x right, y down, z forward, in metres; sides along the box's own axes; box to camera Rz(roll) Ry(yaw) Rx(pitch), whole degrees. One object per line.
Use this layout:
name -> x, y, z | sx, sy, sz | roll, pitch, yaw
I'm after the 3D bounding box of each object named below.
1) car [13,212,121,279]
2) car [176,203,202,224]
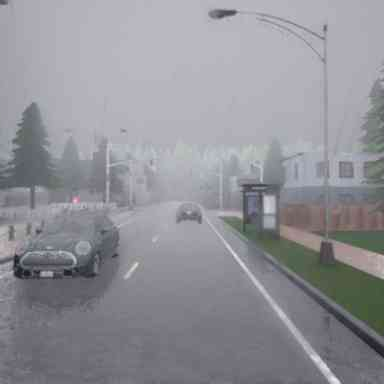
car -> -3.672, 1.492, 10.591 | 2.097, 1.767, 4.553 | 0, -1, -1
car -> -0.223, 1.724, 28.623 | 2.097, 1.767, 4.553 | 0, -1, 0
